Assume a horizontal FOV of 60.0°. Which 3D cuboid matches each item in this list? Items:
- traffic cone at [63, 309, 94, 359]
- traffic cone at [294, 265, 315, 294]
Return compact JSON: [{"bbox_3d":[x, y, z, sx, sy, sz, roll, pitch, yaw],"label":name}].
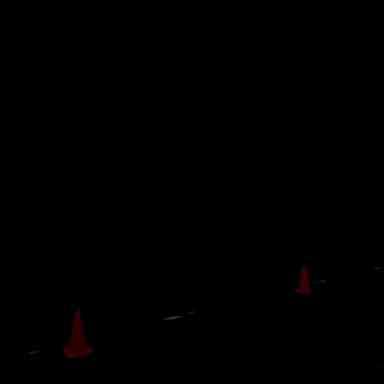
[{"bbox_3d":[-1.604,1.953,4.692,0.340,0.580,0.340,0,0,-35],"label":"traffic cone"},{"bbox_3d":[2.553,1.965,7.553,0.340,0.580,0.340,0,0,-34],"label":"traffic cone"}]
